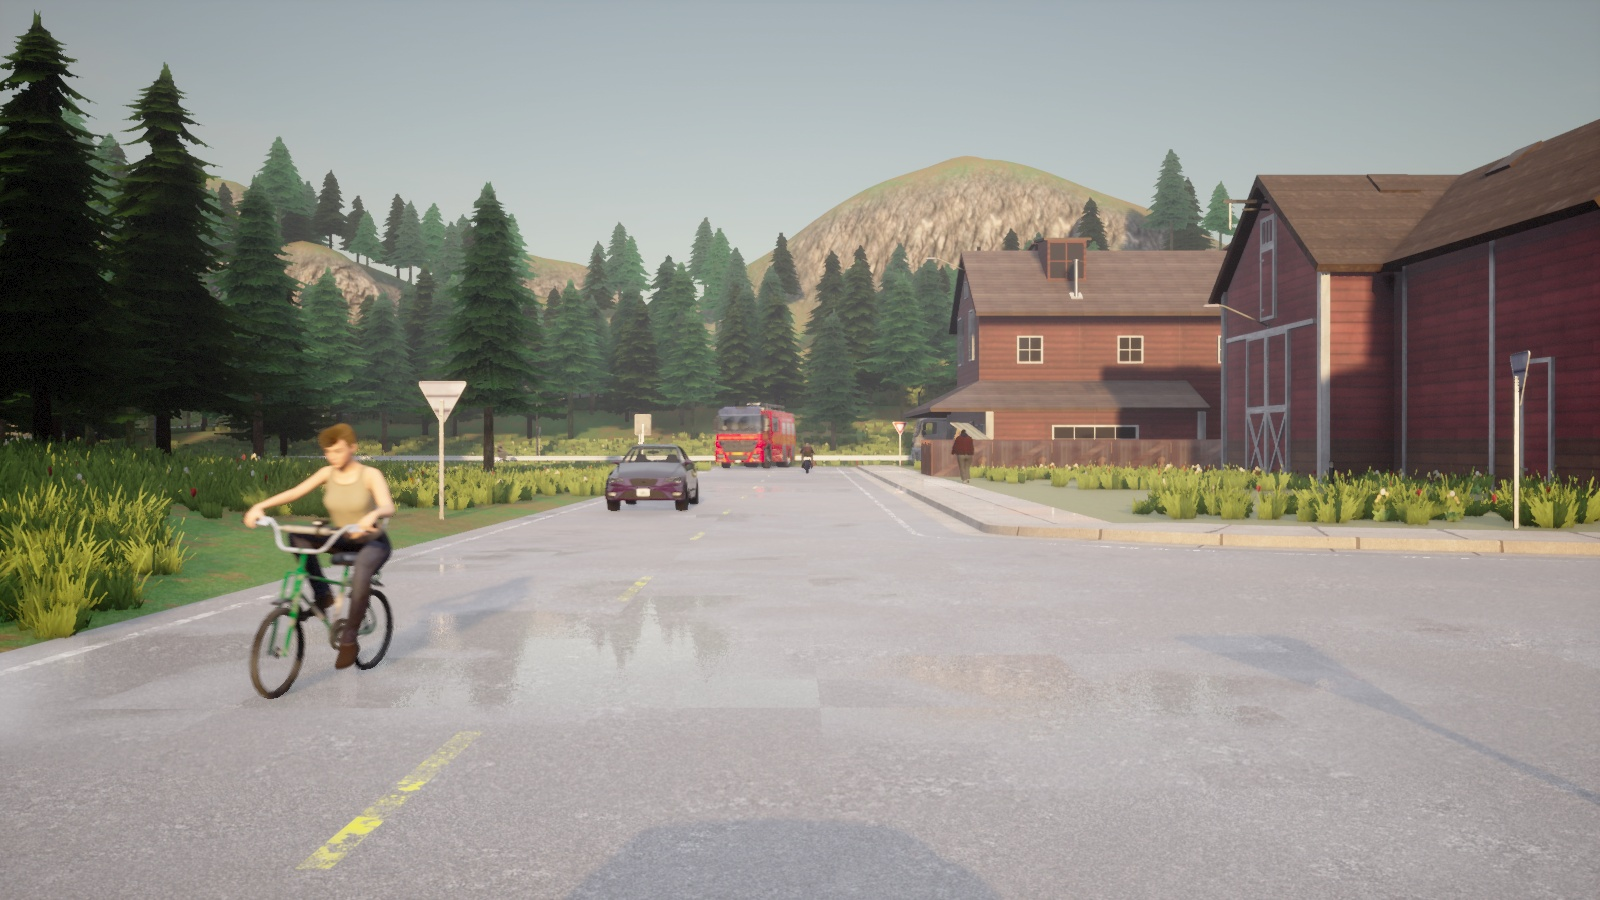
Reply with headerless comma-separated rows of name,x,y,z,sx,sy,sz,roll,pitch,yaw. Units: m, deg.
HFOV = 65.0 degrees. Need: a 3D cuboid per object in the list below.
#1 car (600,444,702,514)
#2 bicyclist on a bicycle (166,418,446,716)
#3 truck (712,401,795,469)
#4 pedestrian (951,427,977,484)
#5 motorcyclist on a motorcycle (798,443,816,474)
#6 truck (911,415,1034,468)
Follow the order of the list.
car,-3.326,0.595,28.689,1.816,1.474,4.193,0,0,0
bicyclist on a bicycle,-2.967,0.635,7.721,0.866,1.612,1.509,2,1,12
truck,-2.631,-0.829,74.408,2.891,3.827,8.468,0,0,13
pedestrian,5.339,0.175,40.870,0.634,1.844,0.899,0,0,-5
motorcyclist on a motorcycle,0.363,0.427,62.832,0.866,1.530,2.191,0,0,0
truck,11.551,-0.564,84.684,7.936,3.462,2.891,0,0,0
